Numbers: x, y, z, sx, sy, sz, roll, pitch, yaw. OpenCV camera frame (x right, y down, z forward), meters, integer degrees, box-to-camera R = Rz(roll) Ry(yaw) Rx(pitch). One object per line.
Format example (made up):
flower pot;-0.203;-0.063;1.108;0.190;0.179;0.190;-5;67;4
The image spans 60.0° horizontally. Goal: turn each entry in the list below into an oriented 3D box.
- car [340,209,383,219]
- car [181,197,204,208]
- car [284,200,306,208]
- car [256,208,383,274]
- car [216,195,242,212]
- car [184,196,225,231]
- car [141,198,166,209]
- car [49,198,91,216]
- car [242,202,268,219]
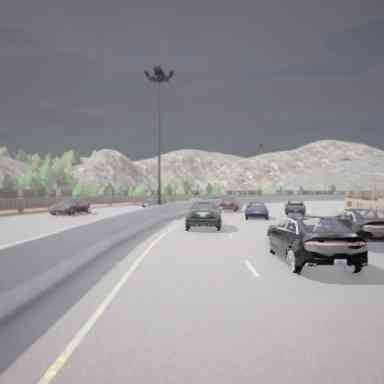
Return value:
car;7.304;1.492;14.648;2.128;1.511;4.902;0;0;2
car;0.143;1.525;47.613;1.812;1.442;4.674;0;0;22
car;10.096;1.493;32.649;2.128;1.511;4.902;0;0;14
car;3.649;1.492;10.530;2.128;1.511;4.902;0;0;1
car;4.555;1.353;38.552;2.097;1.767;4.553;0;0;17
car;0.848;1.352;20.996;2.097;1.767;4.553;0;0;6
car;-4.965;1.491;43.820;2.128;1.511;4.902;0;0;19
car;-11.694;1.352;32.173;2.097;1.767;4.553;0;0;12
car;5.660;1.565;29.017;1.994;1.385;4.181;0;0;11
